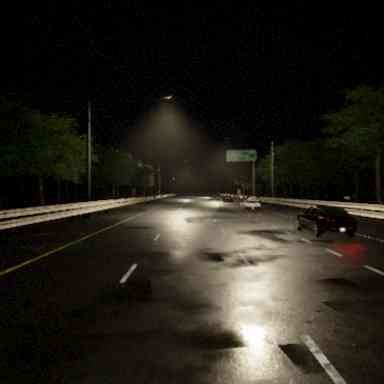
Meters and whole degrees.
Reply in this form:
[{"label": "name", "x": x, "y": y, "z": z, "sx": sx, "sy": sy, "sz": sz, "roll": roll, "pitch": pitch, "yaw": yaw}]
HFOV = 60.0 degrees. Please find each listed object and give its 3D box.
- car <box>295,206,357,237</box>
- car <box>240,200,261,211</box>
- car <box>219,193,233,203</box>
[{"label": "car", "x": 7.015, "y": 1.506, "z": 17.896, "sx": 1.837, "sy": 1.490, "sz": 4.892, "roll": 0, "pitch": 0, "yaw": 0}, {"label": "car", "x": 7.086, "y": 1.597, "z": 40.735, "sx": 1.895, "sy": 1.301, "sz": 4.718, "roll": 0, "pitch": 0, "yaw": 0}, {"label": "car", "x": 7.245, "y": 1.467, "z": 68.161, "sx": 2.128, "sy": 1.511, "sz": 4.902, "roll": 0, "pitch": 0, "yaw": 0}]
